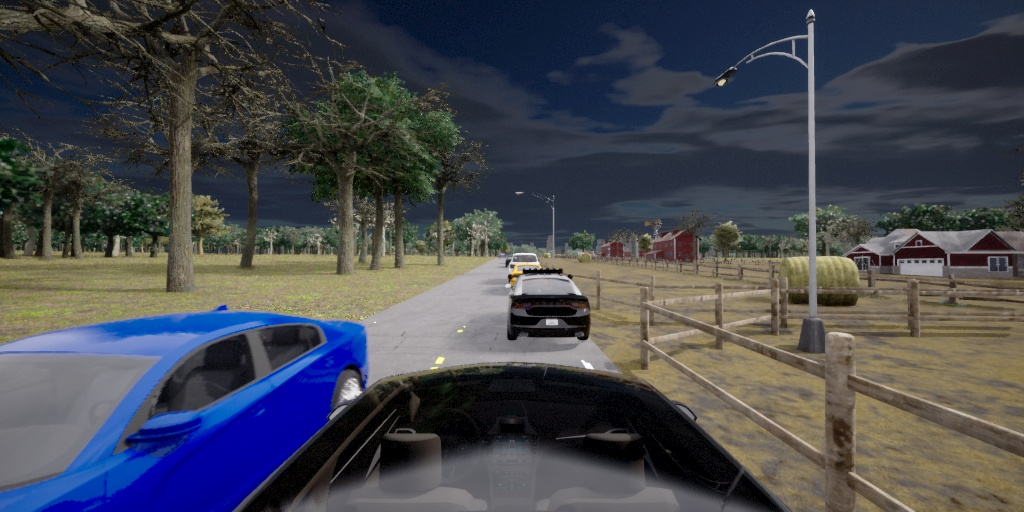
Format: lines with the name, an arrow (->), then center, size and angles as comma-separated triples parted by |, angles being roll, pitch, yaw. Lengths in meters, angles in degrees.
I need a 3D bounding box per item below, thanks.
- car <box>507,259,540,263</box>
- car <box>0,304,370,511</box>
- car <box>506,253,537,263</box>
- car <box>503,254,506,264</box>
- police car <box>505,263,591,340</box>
car -> 0.840, 1.134, 19.910 | 1.882, 1.535, 5.008 | 0, 1, 0
car -> -2.750, 1.227, 2.572 | 1.882, 1.535, 5.008 | 0, 0, 0
car -> 0.846, 0.810, 25.941 | 2.150, 2.045, 5.566 | 0, 1, 0
car -> 0.082, 0.747, 49.281 | 1.882, 1.535, 5.008 | 0, 1, 1
police car -> 0.832, 1.156, 10.019 | 1.930, 1.638, 5.238 | 0, 0, 0
